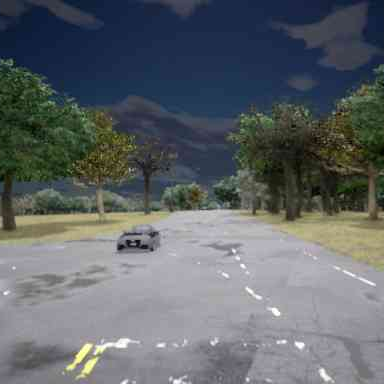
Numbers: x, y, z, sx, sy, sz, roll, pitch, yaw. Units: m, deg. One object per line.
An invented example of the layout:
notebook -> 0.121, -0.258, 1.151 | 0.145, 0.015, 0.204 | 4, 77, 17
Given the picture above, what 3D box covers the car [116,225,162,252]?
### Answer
car -> -2.940, 2.590, 19.105 | 1.994, 1.385, 4.181 | -1, -3, 3
